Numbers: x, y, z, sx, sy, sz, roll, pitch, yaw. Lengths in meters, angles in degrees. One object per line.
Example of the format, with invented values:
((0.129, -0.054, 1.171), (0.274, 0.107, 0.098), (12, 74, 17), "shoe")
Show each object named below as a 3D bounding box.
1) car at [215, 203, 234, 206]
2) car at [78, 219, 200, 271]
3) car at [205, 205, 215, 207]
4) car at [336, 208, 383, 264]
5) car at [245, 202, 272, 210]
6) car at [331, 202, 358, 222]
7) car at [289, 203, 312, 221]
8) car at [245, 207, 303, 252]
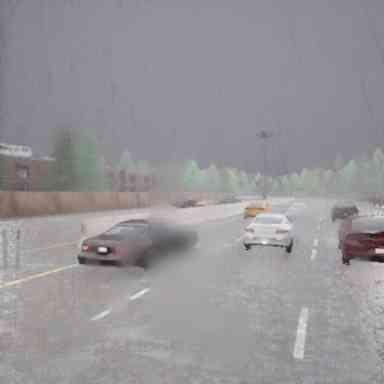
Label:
((5.472, 1.464, 47.663), (2.150, 2.045, 5.566), (0, 0, 22), "car")
((-1.467, 1.617, 11.327), (2.033, 1.411, 5.357), (0, 0, 22), "car")
((2.429, 1.741, 49.461), (1.882, 1.535, 5.008), (0, 0, 22), "car")
((6.213, 1.522, 11.618), (1.882, 1.535, 5.008), (0, -1, 22), "car")
((6.122, 1.622, 30.110), (1.882, 1.535, 5.008), (0, 0, 22), "car")
((12.610, 1.585, 27.482), (1.882, 1.535, 5.008), (0, 0, 22), "car")
((9.147, 1.650, 28.262), (1.812, 1.442, 4.674), (0, 0, 22), "car")
((3.504, 1.593, 14.247), (1.812, 1.442, 4.674), (0, 0, 22), "car")
